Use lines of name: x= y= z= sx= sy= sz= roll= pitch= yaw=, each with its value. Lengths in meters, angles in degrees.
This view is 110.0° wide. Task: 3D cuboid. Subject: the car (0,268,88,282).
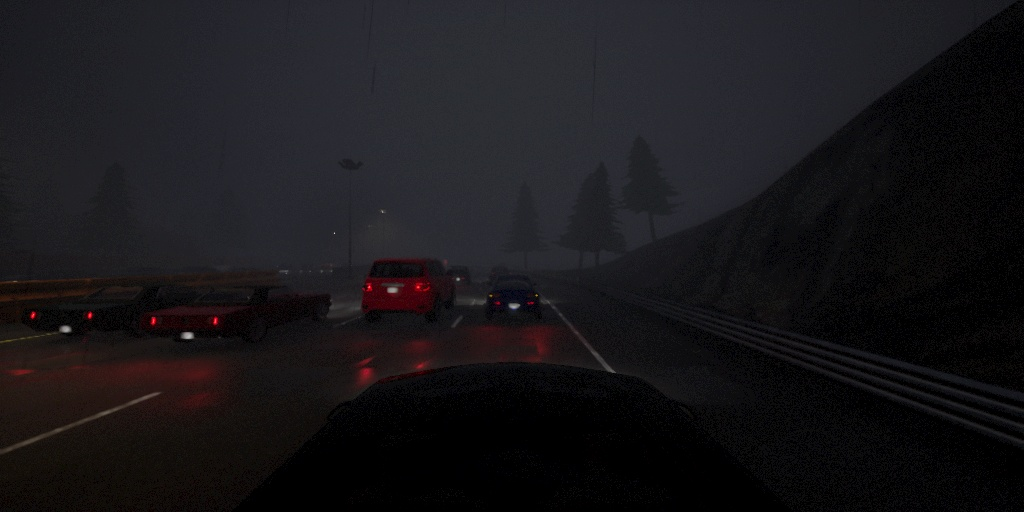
car: x=-32.181 y=1.530 z=24.988 sx=2.033 sy=1.411 sz=5.357 roll=0 pitch=-1 yaw=-5

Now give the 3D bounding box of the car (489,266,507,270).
car: x=-1.071 y=1.617 z=32.018 sx=1.994 sy=1.385 sz=4.181 roll=0 pitch=-1 yaw=-6

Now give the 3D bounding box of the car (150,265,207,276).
car: x=-25.538 y=1.524 z=28.666 sx=1.837 sy=1.490 sz=4.892 roll=0 pitch=-1 yaw=-7

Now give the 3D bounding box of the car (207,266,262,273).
car: x=-22.098 y=1.551 z=29.351 sx=1.812 sy=1.442 sz=4.674 roll=0 pitch=-1 yaw=-7

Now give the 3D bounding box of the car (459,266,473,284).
car: x=-4.377 y=1.538 z=29.931 sx=1.837 sy=1.490 sz=4.892 roll=0 pitch=0 yaw=-6

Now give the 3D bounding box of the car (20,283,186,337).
car: x=-10.428 y=1.440 z=10.583 sx=1.895 sy=1.301 sz=4.718 roll=0 pitch=-1 yaw=-1

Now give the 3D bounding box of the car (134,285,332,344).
car: x=-6.922 y=1.432 z=9.863 sx=1.895 sy=1.301 sz=4.718 roll=0 pitch=-1 yaw=0

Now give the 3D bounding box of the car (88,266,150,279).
car: x=-28.950 y=1.514 z=27.694 sx=1.837 sy=1.490 sz=4.892 roll=0 pitch=-1 yaw=-6

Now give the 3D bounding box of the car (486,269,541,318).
car: x=0.026 y=1.392 z=13.386 sx=1.812 sy=1.442 sz=4.674 roll=0 pitch=0 yaw=-1

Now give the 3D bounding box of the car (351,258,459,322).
car: x=-3.449 y=1.085 z=12.910 sx=2.150 sy=2.045 sz=5.566 roll=0 pitch=0 yaw=-1
